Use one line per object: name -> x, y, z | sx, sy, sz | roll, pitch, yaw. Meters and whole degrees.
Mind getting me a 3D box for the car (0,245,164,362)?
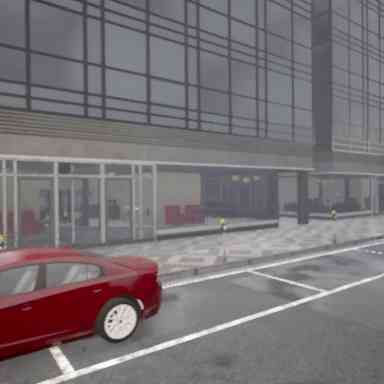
car -> -2.582, 1.539, 4.811 | 4.507, 1.381, 1.887 | -1, 0, -36
